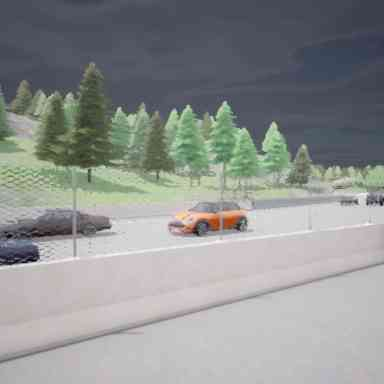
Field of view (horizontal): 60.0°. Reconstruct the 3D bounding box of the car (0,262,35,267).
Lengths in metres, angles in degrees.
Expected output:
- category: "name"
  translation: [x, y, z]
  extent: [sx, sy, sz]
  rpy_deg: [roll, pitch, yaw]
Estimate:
- category: "car"
  translation: [-6.402, 1.627, 8.026]
  extent: [4.718, 1.301, 1.895]
  rpy_deg: [0, 0, -36]
